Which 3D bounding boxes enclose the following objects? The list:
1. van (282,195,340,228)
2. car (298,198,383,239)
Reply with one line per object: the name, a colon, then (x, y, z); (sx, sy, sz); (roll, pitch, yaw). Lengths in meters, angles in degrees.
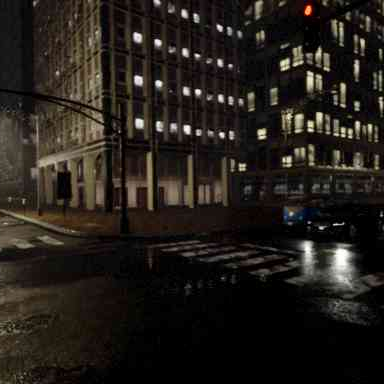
van: (6.677, 1.057, 18.331); (3.998, 1.788, 1.690); (-1, 0, -38)
car: (7.244, 1.215, 15.521); (4.892, 1.490, 1.837); (-1, 0, -41)
